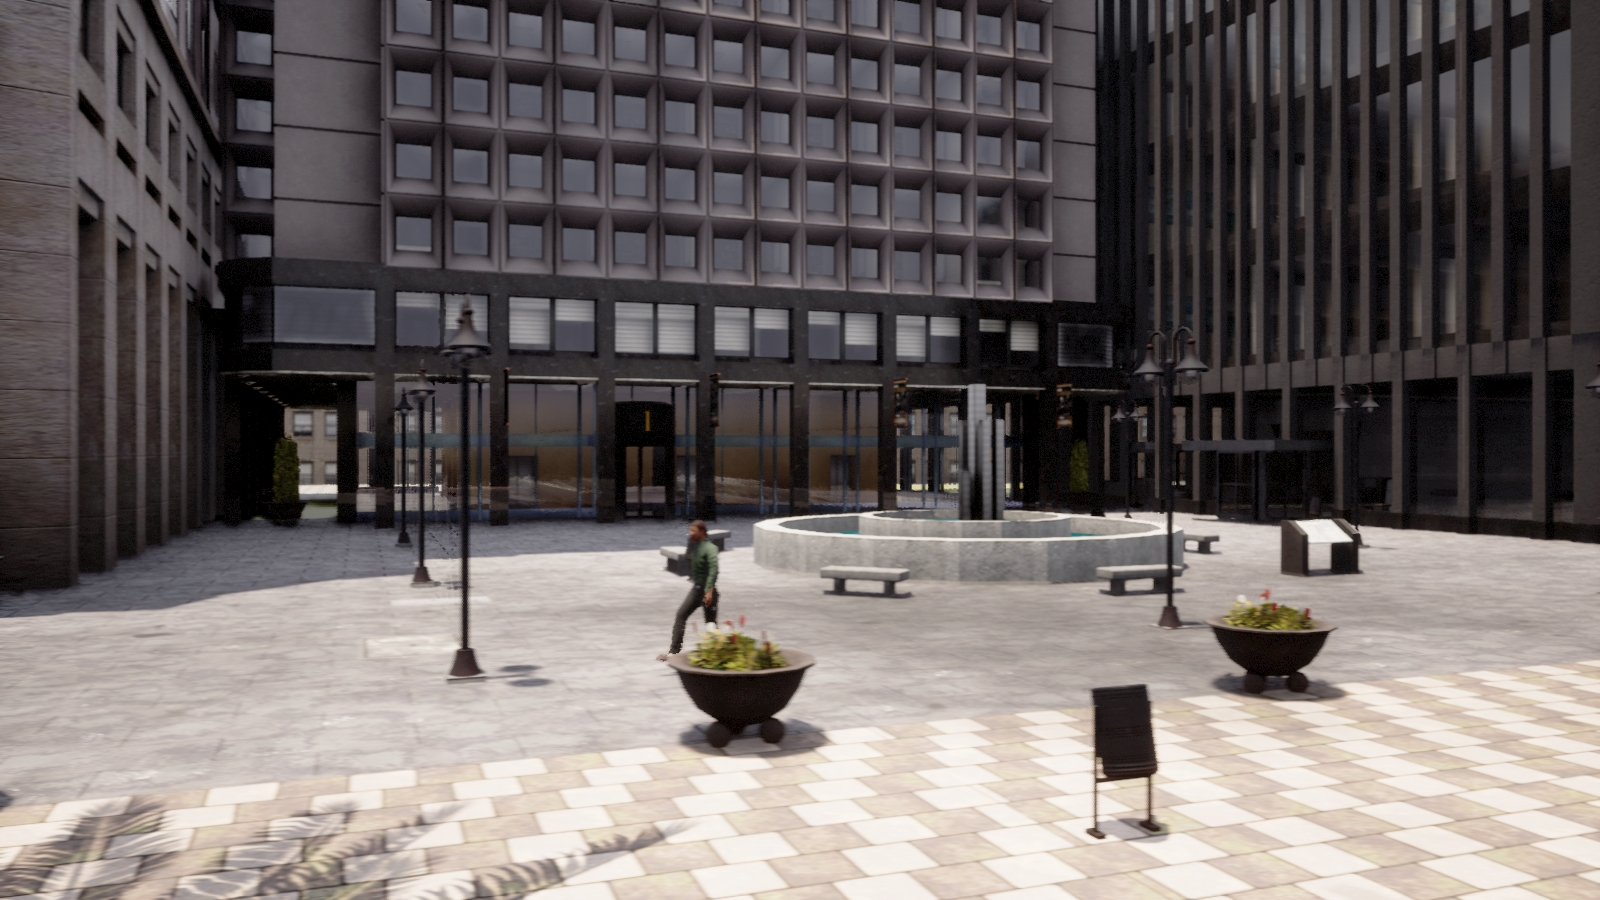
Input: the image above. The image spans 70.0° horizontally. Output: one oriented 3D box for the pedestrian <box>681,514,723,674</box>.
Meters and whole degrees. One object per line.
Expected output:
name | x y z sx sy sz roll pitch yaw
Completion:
pedestrian | -1.177 1.707 13.707 0.375 1.860 0.375 0 0 -32
